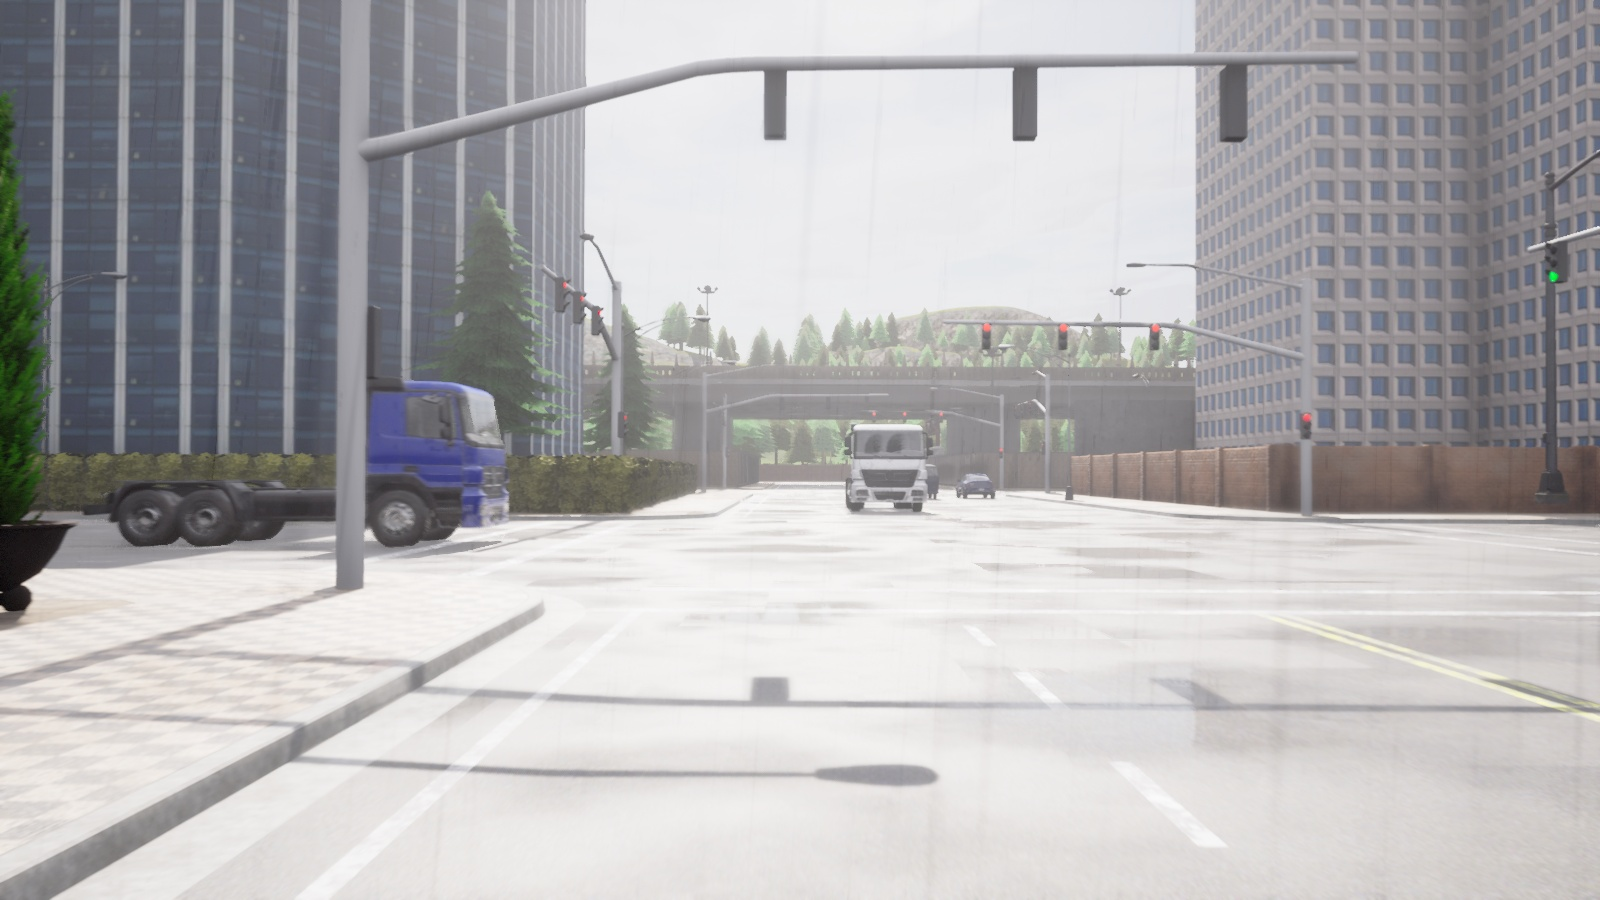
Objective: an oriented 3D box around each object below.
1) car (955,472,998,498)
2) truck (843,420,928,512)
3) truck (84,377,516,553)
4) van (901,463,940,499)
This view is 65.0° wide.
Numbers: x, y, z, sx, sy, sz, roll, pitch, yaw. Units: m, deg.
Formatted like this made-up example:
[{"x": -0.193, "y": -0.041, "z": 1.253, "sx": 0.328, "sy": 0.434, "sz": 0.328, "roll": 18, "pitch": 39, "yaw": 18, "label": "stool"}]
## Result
[{"x": 10.310, "y": 2.033, "z": 73.715, "sx": 1.812, "sy": 1.442, "sz": 4.674, "roll": 0, "pitch": -1, "yaw": 0, "label": "car"}, {"x": 3.364, "y": 0.676, "z": 51.183, "sx": 2.891, "sy": 3.462, "sz": 7.936, "roll": 0, "pitch": -1, "yaw": 0, "label": "truck"}, {"x": -10.247, "y": 0.316, "z": 26.393, "sx": 7.936, "sy": 3.462, "sz": 2.891, "roll": 0, "pitch": -1, "yaw": -1, "label": "truck"}, {"x": 6.815, "y": 1.736, "z": 71.455, "sx": 1.775, "sy": 1.987, "sz": 4.442, "roll": 0, "pitch": -1, "yaw": 0, "label": "van"}]
